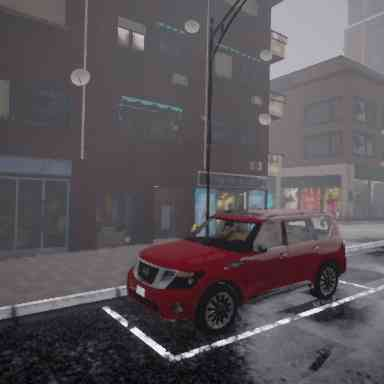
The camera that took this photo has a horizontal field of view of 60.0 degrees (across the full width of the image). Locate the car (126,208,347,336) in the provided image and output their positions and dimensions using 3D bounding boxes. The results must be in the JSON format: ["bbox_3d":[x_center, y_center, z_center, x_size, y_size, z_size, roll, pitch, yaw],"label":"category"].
[{"bbox_3d":[1.210,1.318,6.927,5.009,1.841,2.192,0,2,-35],"label":"car"}]
